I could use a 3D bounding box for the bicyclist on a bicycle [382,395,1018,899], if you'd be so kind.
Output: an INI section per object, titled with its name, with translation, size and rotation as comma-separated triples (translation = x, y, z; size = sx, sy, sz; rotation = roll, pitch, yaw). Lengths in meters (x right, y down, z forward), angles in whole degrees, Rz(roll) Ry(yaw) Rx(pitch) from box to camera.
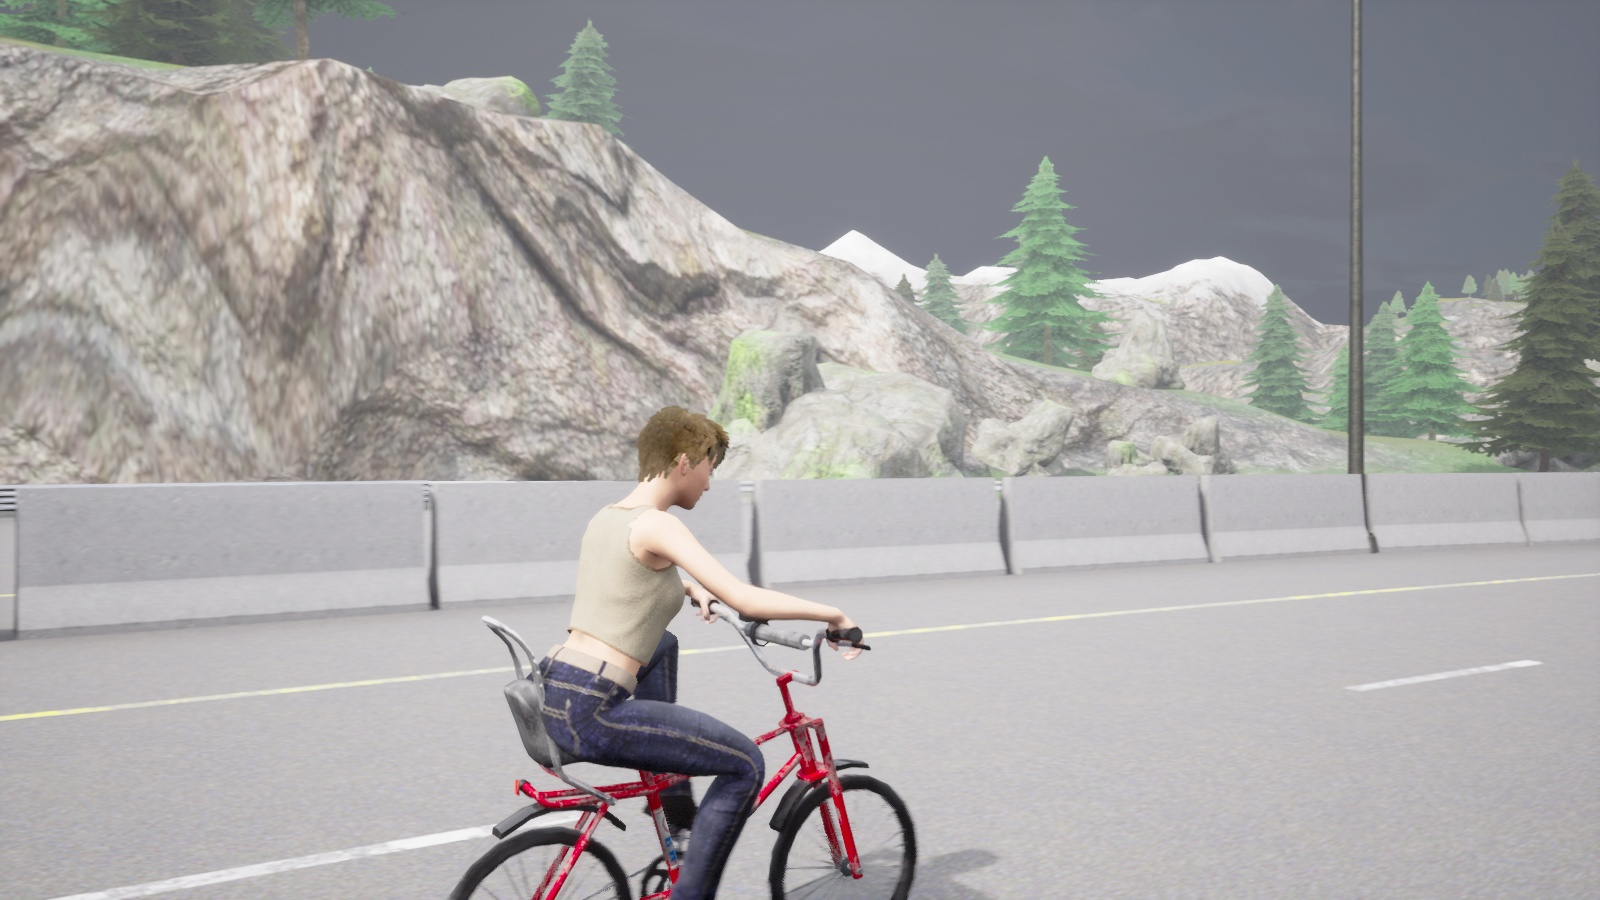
[bicyclist on a bicycle]
translation = -0.261, 0.689, 3.448
size = 1.509, 1.612, 0.866
rotation = 0, 0, -34
